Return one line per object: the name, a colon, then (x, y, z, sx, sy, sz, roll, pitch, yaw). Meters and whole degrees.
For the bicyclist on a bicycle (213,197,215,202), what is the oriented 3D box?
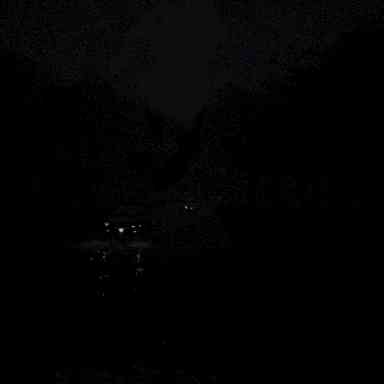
bicyclist on a bicycle: (3.528, 1.447, 57.607, 0.866, 1.612, 1.509, 2, 0, 8)

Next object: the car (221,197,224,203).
car: (6.377, 1.759, 77.786, 2.033, 1.411, 5.357, 2, -1, 14)

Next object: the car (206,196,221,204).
car: (4.033, 1.560, 66.299, 1.837, 1.490, 4.892, 2, 0, 10)

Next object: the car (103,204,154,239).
car: (-3.024, 1.383, 16.725, 1.837, 1.490, 4.892, 2, 0, 0)

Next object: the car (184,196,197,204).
car: (-0.190, 1.379, 59.054, 2.128, 1.511, 4.902, 2, 0, 9)

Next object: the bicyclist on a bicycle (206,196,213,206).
bicyclist on a bicycle: (2.385, 1.427, 48.612, 0.582, 1.620, 1.656, 2, 0, 6)
